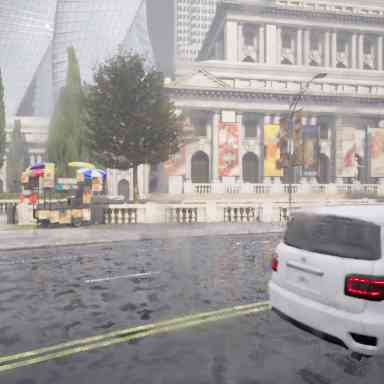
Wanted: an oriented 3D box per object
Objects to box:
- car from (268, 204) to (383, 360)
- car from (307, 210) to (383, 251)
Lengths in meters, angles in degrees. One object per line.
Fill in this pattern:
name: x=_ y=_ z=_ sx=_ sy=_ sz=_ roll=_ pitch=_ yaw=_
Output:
car: x=3.884 y=1.222 z=5.479 sx=5.566 sy=2.045 sz=2.150 roll=0 pitch=0 yaw=-25
car: x=7.943 y=1.547 z=14.410 sx=5.357 sy=1.411 sz=2.033 roll=0 pitch=0 yaw=-15
